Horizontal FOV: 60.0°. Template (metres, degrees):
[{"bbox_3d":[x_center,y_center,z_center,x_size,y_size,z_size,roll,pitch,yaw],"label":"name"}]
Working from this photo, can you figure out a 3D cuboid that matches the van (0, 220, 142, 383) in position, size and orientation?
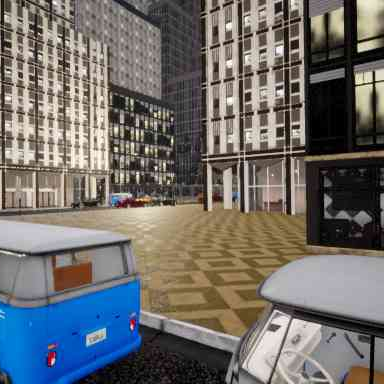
[{"bbox_3d":[-2.545,1.342,4.703,3.998,1.788,1.690,0,-1,36],"label":"van"}]

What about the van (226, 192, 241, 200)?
[{"bbox_3d":[9.509,0.872,75.630,1.690,1.788,3.998,0,0,36],"label":"van"}]

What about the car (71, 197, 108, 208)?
[{"bbox_3d":[-13.816,1.404,43.776,1.947,1.339,4.313,0,0,36],"label":"car"}]

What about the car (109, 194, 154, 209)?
[{"bbox_3d":[-7.031,1.267,38.858,1.887,1.381,4.507,0,0,36],"label":"car"}]

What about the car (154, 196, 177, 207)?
[{"bbox_3d":[-3.700,1.230,43.407,2.008,1.369,4.403,0,0,36],"label":"car"}]

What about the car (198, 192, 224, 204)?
[{"bbox_3d":[2.960,0.909,52.504,2.192,1.841,5.009,0,0,36],"label":"car"}]

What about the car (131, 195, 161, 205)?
[{"bbox_3d":[-7.252,1.279,52.739,1.752,1.417,4.829,0,0,36],"label":"car"}]

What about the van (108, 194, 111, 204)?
[{"bbox_3d":[-10.485,1.136,48.326,1.690,1.788,3.998,0,0,36],"label":"van"}]

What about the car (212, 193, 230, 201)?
[{"bbox_3d":[6.178,1.017,71.079,1.967,1.590,4.097,0,0,36],"label":"car"}]

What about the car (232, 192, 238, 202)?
[{"bbox_3d":[6.293,1.101,57.053,2.008,1.369,4.403,0,0,36],"label":"car"}]

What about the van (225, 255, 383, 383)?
[{"bbox_3d":[1.995,1.341,1.464,3.998,1.788,1.690,0,-1,36],"label":"van"}]
